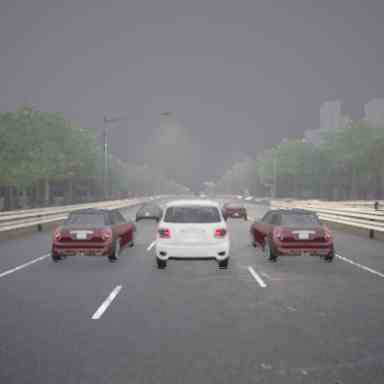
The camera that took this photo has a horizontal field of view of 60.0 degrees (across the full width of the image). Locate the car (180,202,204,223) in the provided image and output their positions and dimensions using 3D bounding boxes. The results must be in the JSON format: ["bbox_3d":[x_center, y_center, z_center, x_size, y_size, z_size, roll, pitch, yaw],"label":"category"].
[{"bbox_3d":[0.040,1.637,27.711,1.837,1.490,4.892,0,0,0],"label":"car"}]

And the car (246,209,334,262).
[{"bbox_3d":[3.542,1.417,12.602,2.097,1.767,4.553,0,0,1],"label":"car"}]

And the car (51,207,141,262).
[{"bbox_3d":[-3.458,1.417,12.598,2.097,1.767,4.553,0,0,0],"label":"car"}]

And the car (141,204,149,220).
[{"bbox_3d":[-3.458,1.696,27.859,1.994,1.385,4.181,0,0,0],"label":"car"}]

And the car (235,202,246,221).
[{"bbox_3d":[3.549,1.611,28.829,1.882,1.535,5.008,0,0,0],"label":"car"}]

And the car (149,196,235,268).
[{"bbox_3d":[0.031,1.284,11.621,2.150,2.045,5.566,0,0,0],"label":"car"}]
